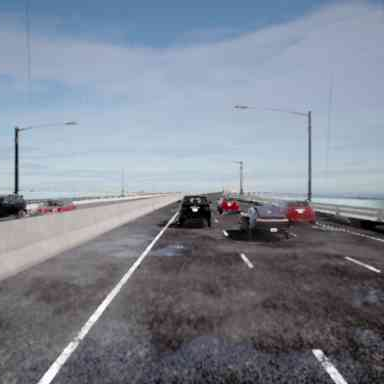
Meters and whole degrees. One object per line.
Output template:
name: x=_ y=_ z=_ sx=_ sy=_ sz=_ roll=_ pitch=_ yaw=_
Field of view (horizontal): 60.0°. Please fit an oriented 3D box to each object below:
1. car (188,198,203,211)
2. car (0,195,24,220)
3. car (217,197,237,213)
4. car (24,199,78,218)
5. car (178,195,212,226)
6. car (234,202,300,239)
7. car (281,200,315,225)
car: x=0.430 y=1.488 z=42.110 sx=1.812 sy=1.442 sz=4.674 roll=0 pitch=0 yaw=1
car: x=-13.923 y=1.204 z=23.688 sx=2.150 sy=2.045 sz=5.566 roll=0 pitch=0 yaw=1
car: x=3.855 y=1.322 z=36.000 sx=2.097 sy=1.767 sz=4.553 roll=0 pitch=0 yaw=1
car: x=-10.393 y=1.331 z=25.355 sx=2.097 sy=1.767 sz=4.553 roll=0 pitch=0 yaw=1
car: x=0.211 y=1.204 z=23.373 sx=2.150 sy=2.045 sz=5.566 roll=0 pitch=0 yaw=0
car: x=3.666 y=1.480 z=17.286 sx=2.128 sy=1.511 sz=4.902 roll=0 pitch=0 yaw=0
car: x=7.221 y=1.334 z=24.173 sx=2.097 sy=1.767 sz=4.553 roll=0 pitch=0 yaw=1
